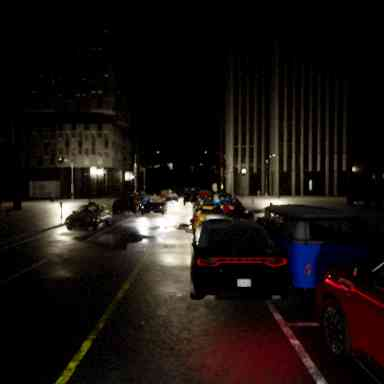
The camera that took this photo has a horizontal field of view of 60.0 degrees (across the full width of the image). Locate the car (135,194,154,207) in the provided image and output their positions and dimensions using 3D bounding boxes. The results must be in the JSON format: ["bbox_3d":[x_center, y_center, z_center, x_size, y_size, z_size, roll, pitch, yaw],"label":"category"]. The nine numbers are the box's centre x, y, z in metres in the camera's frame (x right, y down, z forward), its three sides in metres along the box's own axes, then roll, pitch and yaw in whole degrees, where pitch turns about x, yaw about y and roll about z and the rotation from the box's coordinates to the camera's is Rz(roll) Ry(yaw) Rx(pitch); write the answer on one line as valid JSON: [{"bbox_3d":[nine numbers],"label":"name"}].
[{"bbox_3d":[-5.808,0.991,41.209,1.752,1.417,4.829,0,1,0],"label":"car"}]

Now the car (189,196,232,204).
[{"bbox_3d":[0.881,1.215,18.353,1.801,1.575,5.366,0,1,0],"label":"car"}]

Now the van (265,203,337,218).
[{"bbox_3d":[2.758,1.232,8.223,1.690,1.788,3.998,0,1,0],"label":"van"}]

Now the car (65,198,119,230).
[{"bbox_3d":[-5.791,1.276,19.112,1.752,1.417,4.829,0,1,0],"label":"car"}]

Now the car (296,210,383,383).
[{"bbox_3d":[2.764,1.277,2.698,2.192,1.841,5.009,0,1,0],"label":"car"}]

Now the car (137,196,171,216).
[{"bbox_3d":[-3.126,1.234,28.113,1.895,1.301,4.718,0,1,0],"label":"car"}]

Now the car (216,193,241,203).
[{"bbox_3d":[2.738,1.115,24.800,1.967,1.590,4.097,0,1,0],"label":"car"}]

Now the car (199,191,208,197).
[{"bbox_3d":[2.680,0.560,79.583,1.947,1.339,4.313,0,1,0],"label":"car"}]

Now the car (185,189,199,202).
[{"bbox_3d":[-0.054,0.541,53.581,2.150,2.045,5.566,0,0,0],"label":"car"}]

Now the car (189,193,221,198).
[{"bbox_3d":[0.875,1.137,24.352,1.801,1.575,5.366,0,1,0],"label":"car"}]

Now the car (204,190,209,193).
[{"bbox_3d":[2.725,0.848,35.848,2.192,1.841,5.009,0,1,0],"label":"car"}]

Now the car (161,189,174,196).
[{"bbox_3d":[-5.840,0.378,73.938,2.192,1.841,5.009,0,1,0],"label":"car"}]

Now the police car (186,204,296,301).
[{"bbox_3d":[0.890,1.316,8.274,1.930,1.638,5.238,0,1,0],"label":"police car"}]

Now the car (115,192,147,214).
[{"bbox_3d":[-5.800,0.920,30.327,2.192,1.841,5.009,0,1,0],"label":"car"}]

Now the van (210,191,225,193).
[{"bbox_3d":[2.732,0.945,30.323,1.690,1.788,3.998,0,1,0],"label":"van"}]

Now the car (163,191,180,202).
[{"bbox_3d":[-3.052,0.959,52.131,1.895,1.301,4.718,0,0,0],"label":"car"}]

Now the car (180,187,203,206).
[{"bbox_3d":[-0.043,0.666,42.834,2.150,2.045,5.566,0,1,0],"label":"car"}]
